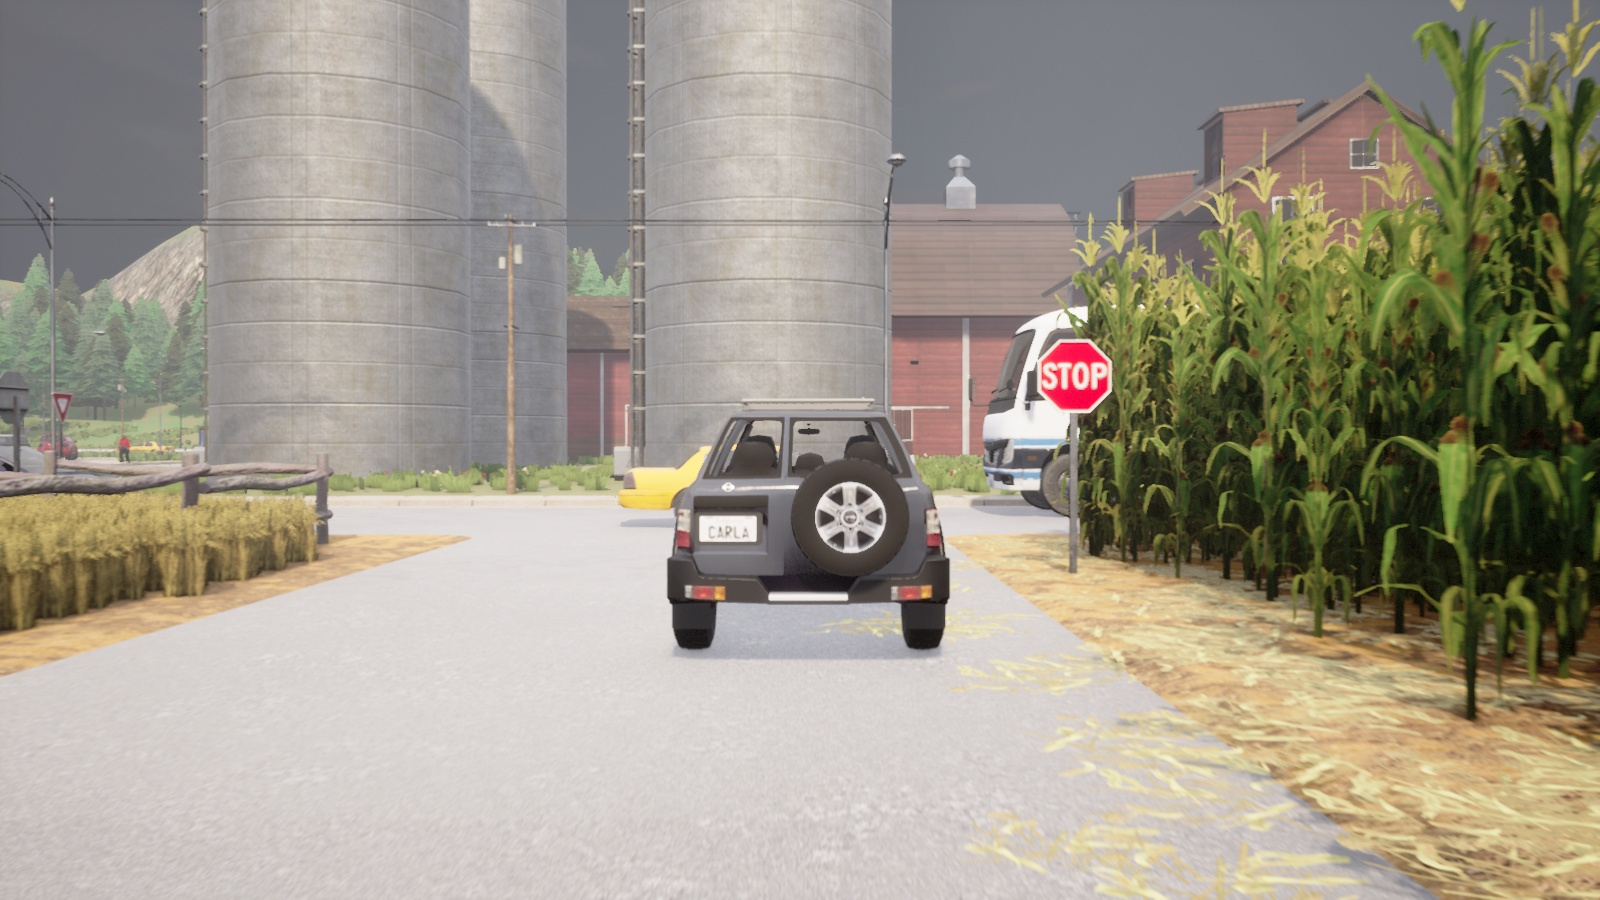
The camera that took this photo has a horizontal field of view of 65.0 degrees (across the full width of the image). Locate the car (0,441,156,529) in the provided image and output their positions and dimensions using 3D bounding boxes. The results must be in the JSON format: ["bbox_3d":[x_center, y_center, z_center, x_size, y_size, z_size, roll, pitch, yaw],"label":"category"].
[{"bbox_3d":[-14.410,0.578,22.355,4.792,1.488,2.163,0,0,0],"label":"car"}]

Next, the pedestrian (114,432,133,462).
[{"bbox_3d":[-40.896,-0.185,75.889,0.634,1.844,0.899,0,0,0],"label":"pedestrian"}]

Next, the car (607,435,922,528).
[{"bbox_3d":[-0.601,0.529,22.310,5.366,1.575,1.801,0,0,0],"label":"car"}]

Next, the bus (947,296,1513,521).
[{"bbox_3d":[8.361,-0.805,25.767,10.273,4.253,3.944,0,0,1],"label":"bus"}]

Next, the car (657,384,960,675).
[{"bbox_3d":[0.073,0.496,10.313,1.932,1.855,4.605,0,0,1],"label":"car"}]
